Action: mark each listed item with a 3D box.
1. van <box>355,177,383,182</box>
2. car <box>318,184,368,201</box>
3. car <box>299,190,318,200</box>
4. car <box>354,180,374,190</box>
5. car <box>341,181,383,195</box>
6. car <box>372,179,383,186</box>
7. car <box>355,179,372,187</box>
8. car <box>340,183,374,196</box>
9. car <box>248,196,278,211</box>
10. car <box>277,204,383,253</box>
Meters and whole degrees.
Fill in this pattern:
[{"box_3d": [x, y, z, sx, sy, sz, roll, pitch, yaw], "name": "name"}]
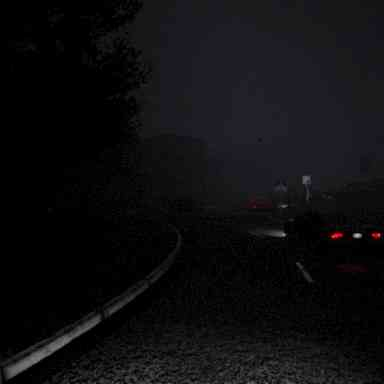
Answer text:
[{"box_3d": [24.974, -0.607, 47.465, 4.442, 1.987, 1.878, -3, 2, 24], "name": "van"}, {"box_3d": [18.543, 0.245, 40.969, 4.892, 1.521, 2.231, -3, 2, 24], "name": "car"}, {"box_3d": [16.837, 0.347, 46.198, 1.895, 1.301, 4.718, -3, 2, 44], "name": "car"}, {"box_3d": [32.472, -1.322, 62.580, 1.882, 1.535, 5.008, -3, 2, 44], "name": "car"}, {"box_3d": [22.599, -0.165, 45.407, 5.366, 1.575, 1.946, -3, 3, 24], "name": "car"}, {"box_3d": [39.762, -2.060, 70.127, 1.895, 1.301, 4.718, -3, 2, 44], "name": "car"}, {"box_3d": [37.141, -1.941, 72.089, 1.895, 1.301, 4.718, -3, 2, 44], "name": "car"}, {"box_3d": [20.662, 0.077, 43.146, 4.674, 1.452, 2.002, -3, 3, 24], "name": "car"}, {"box_3d": [7.639, 1.159, 35.480, 1.882, 1.535, 5.008, -2, 2, 34], "name": "car"}, {"box_3d": [5.075, 1.384, 12.752, 2.033, 1.411, 5.357, 0, 0, 0], "name": "car"}]
